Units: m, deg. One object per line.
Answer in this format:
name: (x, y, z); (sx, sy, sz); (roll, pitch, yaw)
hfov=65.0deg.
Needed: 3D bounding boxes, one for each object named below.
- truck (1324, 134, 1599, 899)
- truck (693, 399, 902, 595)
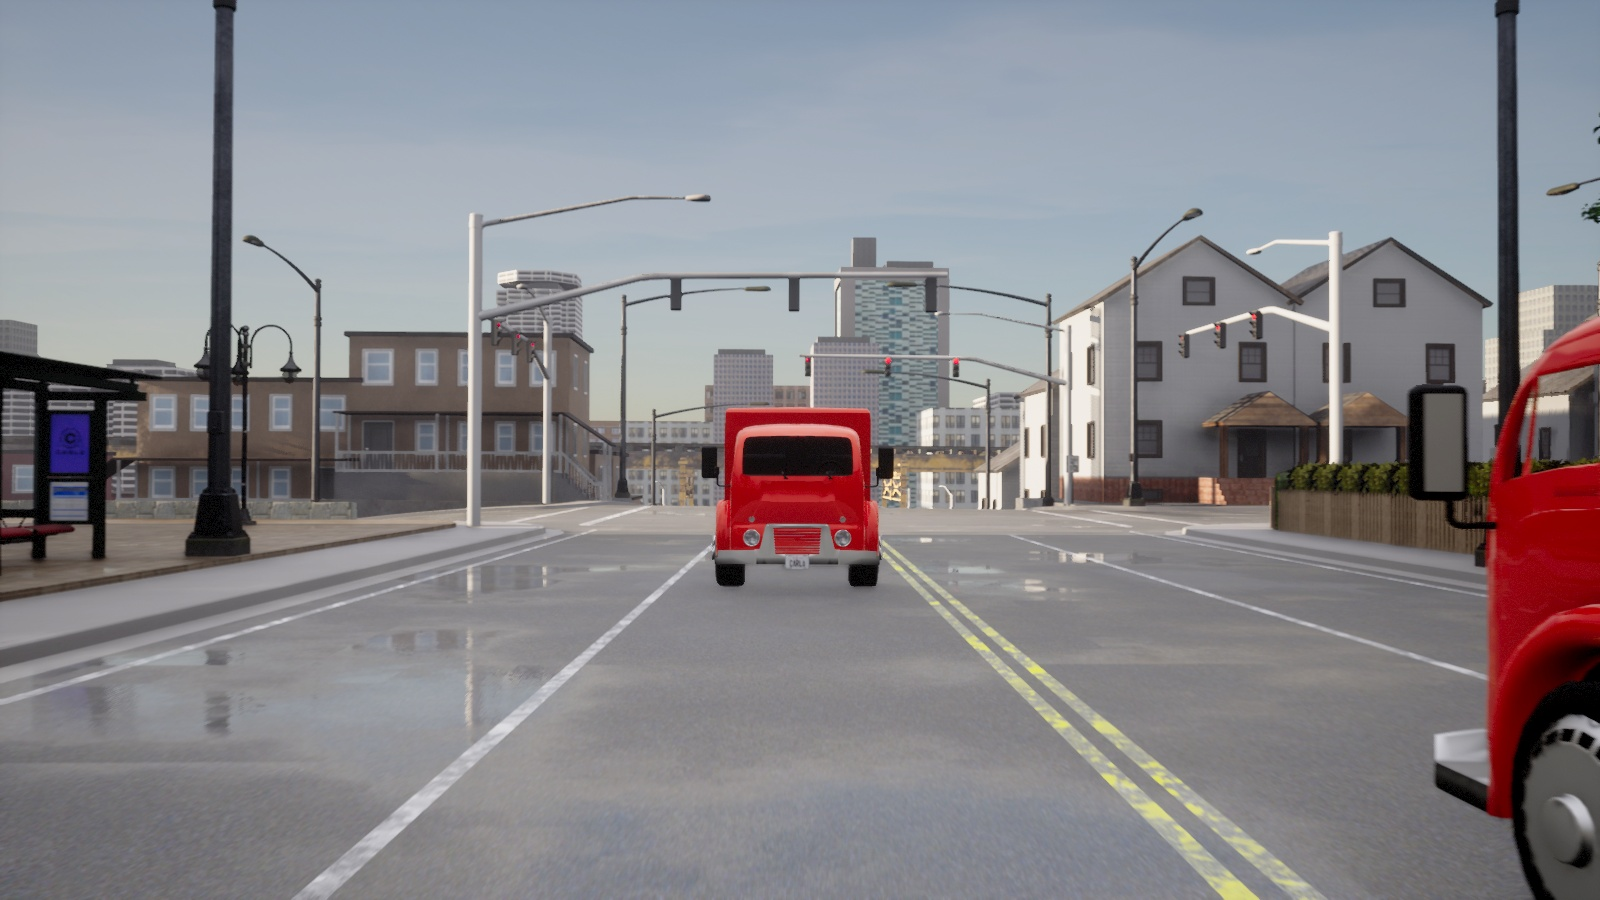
truck: (3.494, 0.357, 2.585); (2.627, 2.467, 5.204); (0, -1, 0)
truck: (-0.037, 0.637, 18.460); (2.627, 2.467, 5.204); (0, -1, 0)
